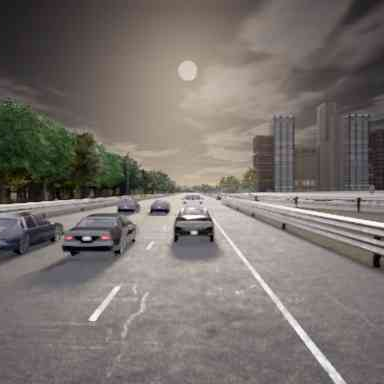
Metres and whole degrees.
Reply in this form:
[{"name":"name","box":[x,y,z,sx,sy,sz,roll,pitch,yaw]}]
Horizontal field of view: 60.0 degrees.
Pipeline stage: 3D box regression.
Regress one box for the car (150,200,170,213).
[{"name":"car","box":[-3.422,1.549,36.636,1.994,1.385,4.181,0,0,0]}]

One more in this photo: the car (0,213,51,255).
[{"name":"car","box":[-6.908,1.551,13.227,2.033,1.411,5.357,0,0,0]}]

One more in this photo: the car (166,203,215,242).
[{"name":"car","box":[0.089,1.496,16.444,2.128,1.511,4.902,0,0,0]}]

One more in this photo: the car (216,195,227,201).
[{"name":"car","box":[7.165,1.360,81.330,2.163,1.488,4.792,0,0,-10]}]

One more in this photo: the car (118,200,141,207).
[{"name":"car","box":[-6.922,1.548,36.729,1.994,1.385,4.181,0,0,0]}]

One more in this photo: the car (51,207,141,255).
[{"name":"car","box":[-3.408,1.552,13.266,2.033,1.411,5.357,0,0,0]}]

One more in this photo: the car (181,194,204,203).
[{"name":"car","box":[0.079,1.209,35.236,2.150,2.045,5.566,0,0,0]}]
